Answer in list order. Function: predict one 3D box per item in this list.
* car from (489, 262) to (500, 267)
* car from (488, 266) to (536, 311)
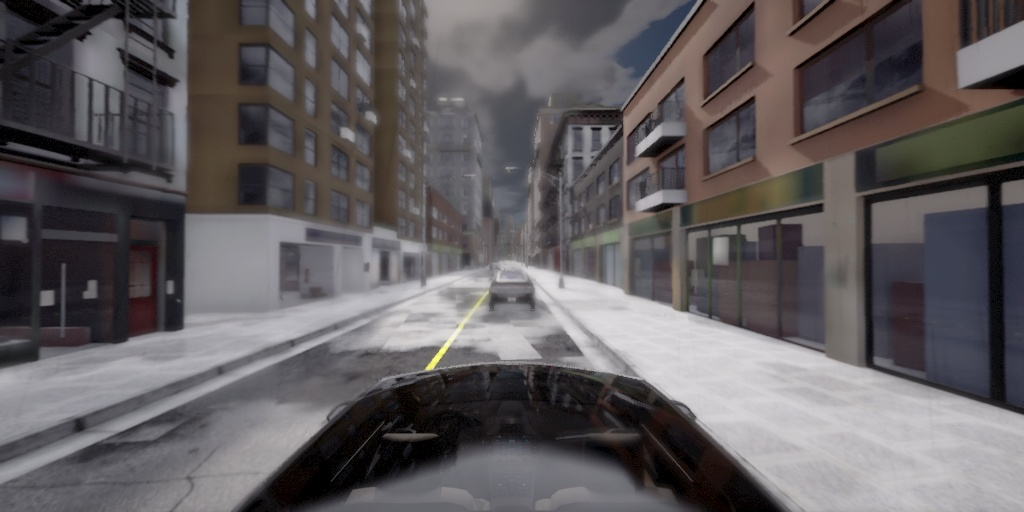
[{"bbox_3d":[-3.040,1.903,64.303,2.128,1.511,4.902,0,-1,1],"label":"car"},{"bbox_3d":[0.019,1.375,15.356,2.128,1.511,4.902,0,0,0],"label":"car"}]
